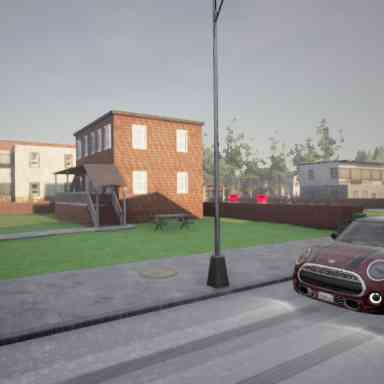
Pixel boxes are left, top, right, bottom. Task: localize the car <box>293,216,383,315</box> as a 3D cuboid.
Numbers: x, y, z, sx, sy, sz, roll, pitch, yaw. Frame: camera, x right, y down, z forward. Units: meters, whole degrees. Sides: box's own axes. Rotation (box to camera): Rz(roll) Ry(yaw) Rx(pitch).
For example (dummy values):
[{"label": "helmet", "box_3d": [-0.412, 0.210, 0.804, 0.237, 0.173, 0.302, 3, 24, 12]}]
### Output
[{"label": "car", "box_3d": [4.363, 1.350, 7.437, 4.553, 1.767, 2.097, 0, 0, -33]}]
